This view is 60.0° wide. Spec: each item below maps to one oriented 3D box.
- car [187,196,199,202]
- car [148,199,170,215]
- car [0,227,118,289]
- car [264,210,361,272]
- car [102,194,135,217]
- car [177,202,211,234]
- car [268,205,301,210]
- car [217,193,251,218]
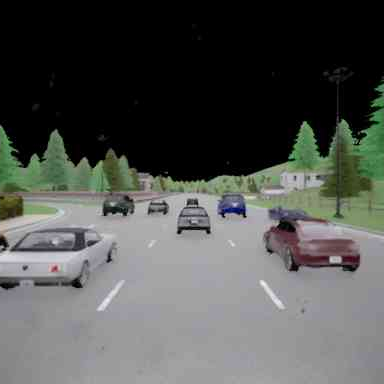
[{"bbox_3d":[0.099,1.487,55.984,1.882,1.535,5.008,0,0,0],"label":"car"},{"bbox_3d":[-3.400,1.498,34.240,2.128,1.511,4.902,0,0,0],"label":"car"},{"bbox_3d":[-3.403,1.603,9.089,1.895,1.301,4.718,0,0,0],"label":"car"},{"bbox_3d":[3.600,1.527,10.644,1.812,1.442,4.674,0,0,0],"label":"car"},{"bbox_3d":[-6.899,1.229,31.603,2.150,2.045,5.566,0,0,0],"label":"car"},{"bbox_3d":[0.099,1.551,19.388,2.033,1.411,5.357,0,0,0],"label":"car"},{"bbox_3d":[7.100,1.605,25.321,1.895,1.301,4.718,0,0,0],"label":"car"},{"bbox_3d":[3.600,1.228,30.527,2.150,2.045,5.566,0,0,0],"label":"car"}]
